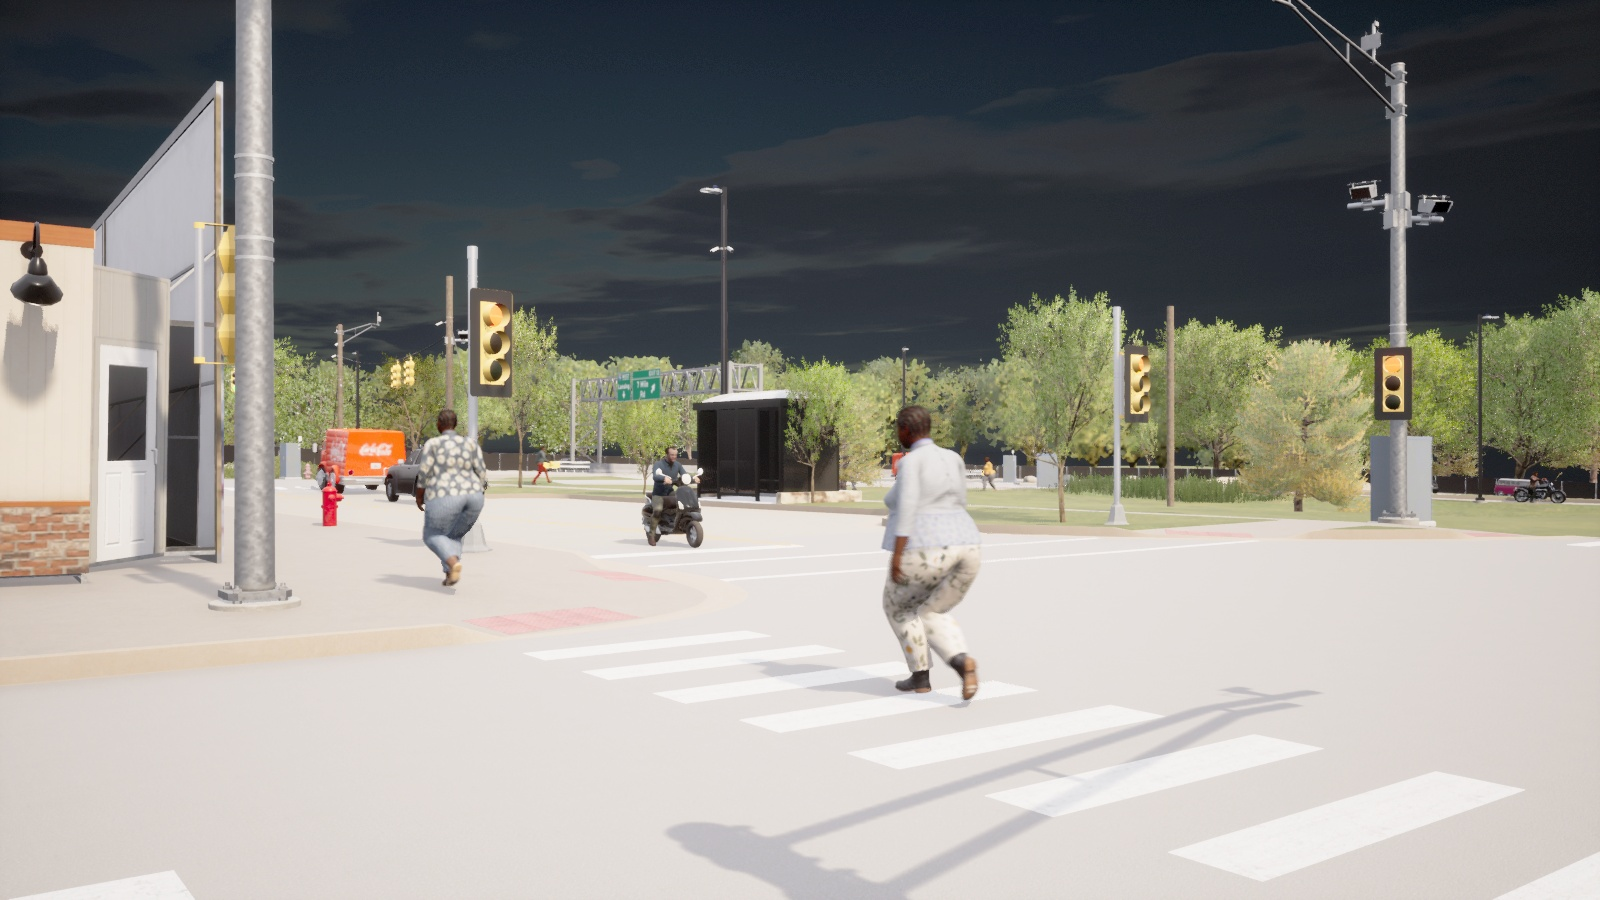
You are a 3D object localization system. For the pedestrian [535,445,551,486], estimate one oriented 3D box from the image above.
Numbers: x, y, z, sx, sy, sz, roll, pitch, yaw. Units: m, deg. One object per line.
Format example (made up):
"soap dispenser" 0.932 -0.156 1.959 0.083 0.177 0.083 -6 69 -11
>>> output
"pedestrian" -11.646 0.711 56.879 0.614 1.847 0.353 0 0 -26

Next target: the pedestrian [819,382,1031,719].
"pedestrian" 0.743 0.554 7.545 0.874 1.855 0.900 0 0 -38

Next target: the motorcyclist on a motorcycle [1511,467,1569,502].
"motorcyclist on a motorcycle" 36.430 1.689 61.827 0.766 1.649 2.350 0 0 -42

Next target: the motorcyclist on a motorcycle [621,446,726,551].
"motorcyclist on a motorcycle" -2.040 0.744 20.081 0.866 1.590 1.817 0 0 -36

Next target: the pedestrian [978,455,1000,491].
"pedestrian" 9.745 1.172 64.796 0.900 1.855 0.874 0 0 -12

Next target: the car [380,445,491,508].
"car" -11.633 0.805 39.865 1.932 1.855 4.605 0 0 -36

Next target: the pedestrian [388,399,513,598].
"pedestrian" -3.429 0.454 12.325 0.874 1.855 0.900 0 0 -40

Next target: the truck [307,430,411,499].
"truck" -17.312 0.486 49.147 2.627 2.467 5.204 0 2 -34
